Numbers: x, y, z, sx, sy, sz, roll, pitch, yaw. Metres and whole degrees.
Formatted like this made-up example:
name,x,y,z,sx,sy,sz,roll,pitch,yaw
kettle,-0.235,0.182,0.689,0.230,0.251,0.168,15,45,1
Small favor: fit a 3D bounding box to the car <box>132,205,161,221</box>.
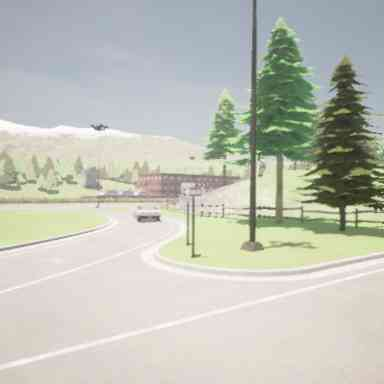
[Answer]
name,x,y,z,sx,sy,sz,roll,pitch,yaw
car,-4.055,1.769,29.112,1.895,1.301,4.718,1,0,-17
